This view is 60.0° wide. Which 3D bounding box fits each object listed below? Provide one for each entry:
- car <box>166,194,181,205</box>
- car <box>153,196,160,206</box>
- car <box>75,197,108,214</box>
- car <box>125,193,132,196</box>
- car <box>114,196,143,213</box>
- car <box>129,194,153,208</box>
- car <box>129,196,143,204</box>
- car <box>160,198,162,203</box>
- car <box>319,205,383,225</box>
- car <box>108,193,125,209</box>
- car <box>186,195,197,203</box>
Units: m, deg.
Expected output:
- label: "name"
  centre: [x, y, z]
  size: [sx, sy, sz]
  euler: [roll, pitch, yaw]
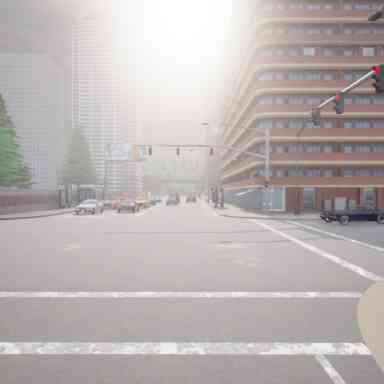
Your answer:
- label: "car"
  centre: [-3.497, 1.547, 58.154]
  size: [2.033, 1.411, 5.357]
  euler: [0, 0, 0]
- label: "car"
  centre: [-7.179, 1.491, 56.548]
  size: [2.128, 1.511, 4.902]
  euler: [0, 0, 0]
- label: "car"
  centre: [-10.658, 1.526, 34.893]
  size: [1.812, 1.442, 4.674]
  euler: [0, 0, 2]
- label: "car"
  centre: [-10.683, 1.221, 53.568]
  size: [2.150, 2.045, 5.566]
  euler: [0, 0, 0]
- label: "car"
  centre: [-7.148, 1.526, 37.730]
  size: [1.812, 1.442, 4.674]
  euler: [0, 0, 0]
- label: "car"
  centre: [-7.177, 1.477, 47.069]
  size: [1.882, 1.535, 5.008]
  euler: [0, 0, 0]
- label: "car"
  centre: [-10.651, 1.505, 63.985]
  size: [1.837, 1.490, 4.892]
  euler: [0, 0, 0]
- label: "car"
  centre: [-7.138, 1.526, 66.773]
  size: [1.812, 1.442, 4.674]
  euler: [0, 0, 0]
- label: "car"
  centre: [11.384, 1.545, 23.162]
  size: [4.718, 1.301, 1.895]
  euler: [0, 0, -13]
- label: "car"
  centre: [-10.672, 1.352, 43.839]
  size: [2.097, 1.767, 4.553]
  euler: [0, 0, 0]
- label: "car"
  centre: [-0.118, 1.350, 69.644]
  size: [2.097, 1.767, 4.553]
  euler: [0, 0, 0]
